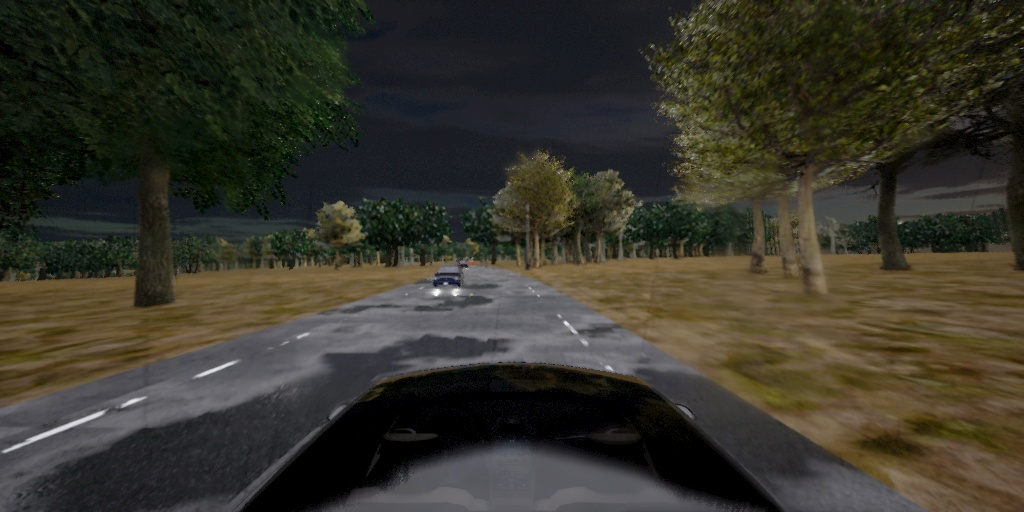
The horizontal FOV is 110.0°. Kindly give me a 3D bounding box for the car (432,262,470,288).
[{"bbox_3d":[-4.360,1.388,25.408,2.033,1.411,5.357,0,0,-3],"label":"car"}]
